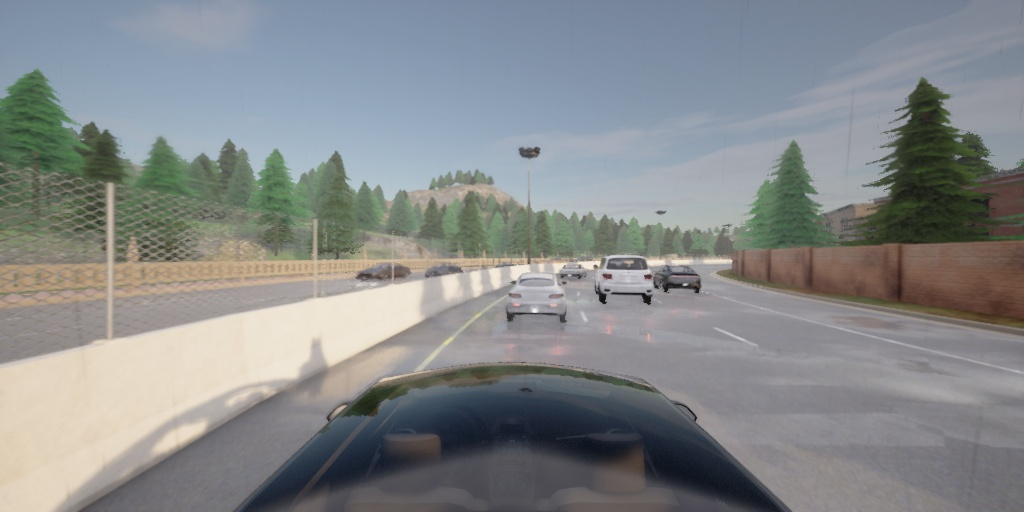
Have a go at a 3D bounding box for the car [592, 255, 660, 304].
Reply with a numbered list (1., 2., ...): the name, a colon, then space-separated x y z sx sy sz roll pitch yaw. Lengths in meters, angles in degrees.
1. car: 5.103 0.990 16.897 2.150 2.045 5.566 0 0 10

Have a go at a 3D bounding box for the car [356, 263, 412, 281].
1. car: -10.250 1.246 29.247 2.033 1.411 5.357 0 0 15

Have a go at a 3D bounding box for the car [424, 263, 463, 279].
1. car: -5.939 1.281 31.404 1.994 1.385 4.181 0 0 17

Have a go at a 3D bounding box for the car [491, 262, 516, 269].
1. car: -0.671 1.303 36.158 1.994 1.385 4.181 0 0 21

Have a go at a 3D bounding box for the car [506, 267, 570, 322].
1. car: 0.901 1.277 12.313 1.812 1.442 4.674 0 0 6

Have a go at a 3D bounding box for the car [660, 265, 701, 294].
1. car: 9.516 1.279 20.914 2.128 1.511 4.902 0 0 13

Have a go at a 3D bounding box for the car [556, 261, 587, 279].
1. car: 5.661 1.369 32.670 1.895 1.301 4.718 0 0 19
